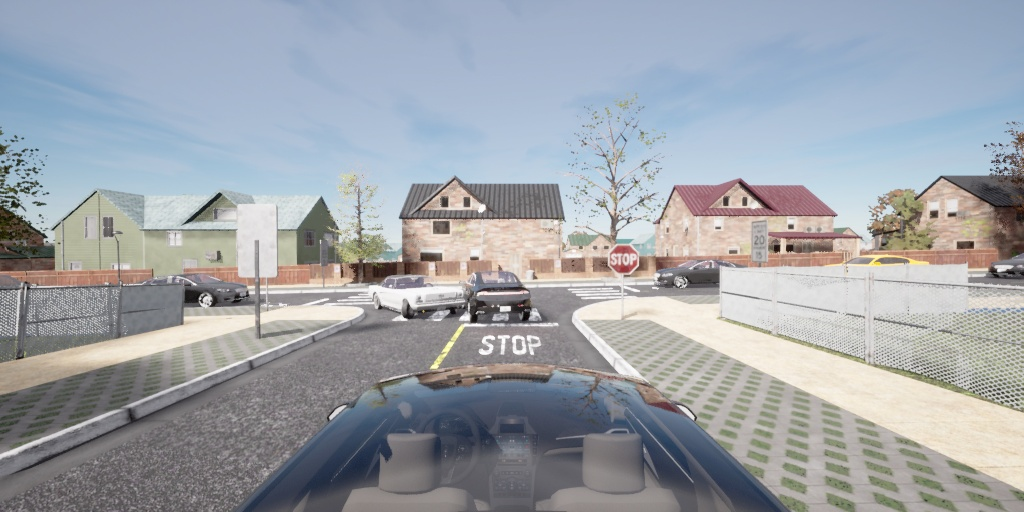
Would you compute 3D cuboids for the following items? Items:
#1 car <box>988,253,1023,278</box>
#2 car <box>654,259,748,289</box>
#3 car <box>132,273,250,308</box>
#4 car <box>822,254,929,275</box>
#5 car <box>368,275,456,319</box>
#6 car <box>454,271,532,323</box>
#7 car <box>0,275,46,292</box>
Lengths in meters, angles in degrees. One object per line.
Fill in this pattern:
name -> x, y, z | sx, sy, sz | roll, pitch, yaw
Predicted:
car -> 29.383, 0.478, 19.713 | 4.902, 1.511, 2.128 | -1, 1, 0
car -> 10.328, 0.926, 19.638 | 4.902, 1.511, 2.128 | -1, 1, 0
car -> -14.904, 1.567, 16.581 | 4.902, 1.511, 2.128 | -1, 1, 0
car -> 19.759, 0.691, 19.676 | 5.008, 1.535, 1.882 | -1, 1, -1
car -> -3.604, 1.368, 13.087 | 1.895, 1.301, 4.718 | 0, 0, -38
car -> -0.688, 1.243, 12.228 | 2.128, 1.511, 4.902 | 0, 0, -12
car -> -24.242, 1.648, 16.539 | 4.553, 1.767, 2.097 | -1, 1, 0
